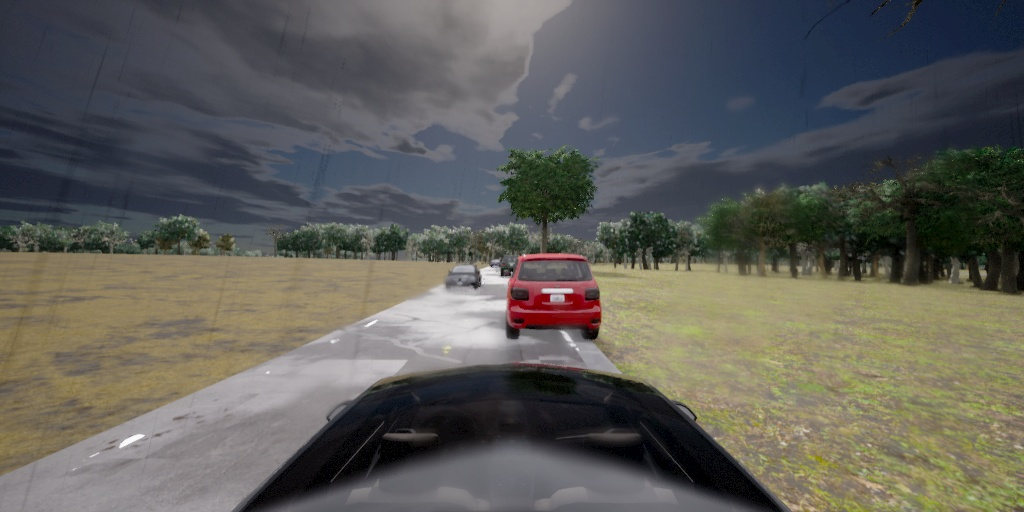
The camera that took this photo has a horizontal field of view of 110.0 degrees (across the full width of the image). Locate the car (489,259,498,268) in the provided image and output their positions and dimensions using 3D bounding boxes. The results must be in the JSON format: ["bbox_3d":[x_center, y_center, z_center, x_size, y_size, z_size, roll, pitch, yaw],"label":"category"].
[{"bbox_3d":[-2.951,1.341,63.700,2.033,1.411,5.357,0,0,0],"label":"car"}]

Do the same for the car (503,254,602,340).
[{"bbox_3d":[0.938,0.970,10.142,2.150,2.045,5.566,0,0,0],"label":"car"}]

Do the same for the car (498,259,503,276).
[{"bbox_3d":[-0.017,0.934,36.380,2.150,2.045,5.566,0,0,0],"label":"car"}]

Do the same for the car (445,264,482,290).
[{"bbox_3d":[-2.897,1.249,22.224,1.812,1.442,4.674,0,0,0],"label":"car"}]
